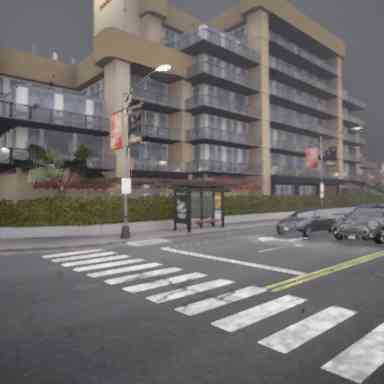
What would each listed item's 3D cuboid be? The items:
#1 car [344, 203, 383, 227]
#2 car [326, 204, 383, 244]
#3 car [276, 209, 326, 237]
[{"bbox_3d":[13.803,1.692,25.635,5.008,1.535,1.882,0,-1,-42],"label":"car"},{"bbox_3d":[9.002,1.494,16.740,4.553,1.767,2.097,0,-1,-41],"label":"car"},{"bbox_3d":[6.819,1.723,19.481,4.674,1.442,1.812,0,-1,-41],"label":"car"}]
